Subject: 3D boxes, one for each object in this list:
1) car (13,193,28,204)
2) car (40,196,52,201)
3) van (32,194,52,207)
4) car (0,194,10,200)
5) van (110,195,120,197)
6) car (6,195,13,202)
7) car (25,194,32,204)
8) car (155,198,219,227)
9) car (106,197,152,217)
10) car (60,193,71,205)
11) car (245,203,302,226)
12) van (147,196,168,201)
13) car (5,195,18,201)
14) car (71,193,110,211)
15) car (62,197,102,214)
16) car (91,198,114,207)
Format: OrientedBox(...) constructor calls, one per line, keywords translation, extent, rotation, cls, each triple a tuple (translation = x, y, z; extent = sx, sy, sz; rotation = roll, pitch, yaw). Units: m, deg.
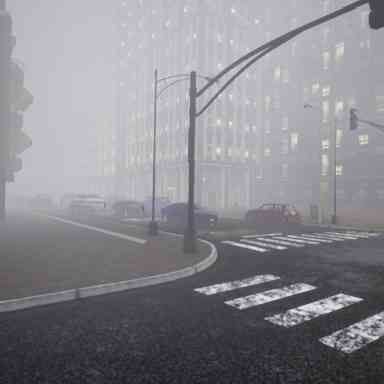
OrientedBox(translation=(-30.577, 1.155, 60.490), extent=(2.192, 1.841, 5.009), rotation=(1, -1, -35), cls="car")
OrientedBox(translation=(-36.840, 1.570, 83.758), extent=(1.802, 1.307, 4.206), rotation=(1, -1, -35), cls="car")
OrientedBox(translation=(-20.762, 1.197, 46.676), extent=(1.690, 1.788, 3.998), rotation=(1, -1, -35), cls="van")
OrientedBox(translation=(-46.844, 1.365, 83.374), extent=(1.752, 1.417, 4.829), rotation=(1, -1, -35), cls="car")
OrientedBox(translation=(-10.659, 1.368, 46.926), extent=(1.690, 1.788, 3.998), rotation=(1, -1, -35), cls="van")
OrientedBox(translation=(-37.125, 1.396, 69.697), extent=(1.947, 1.339, 4.313), rotation=(1, -1, -35), cls="car")
OrientedBox(translation=(-24.038, 1.432, 51.278), extent=(1.802, 1.307, 4.206), rotation=(1, -1, -35), cls="car")
OrientedBox(translation=(-0.243, 1.425, 22.265), extent=(1.882, 1.535, 5.008), rotation=(1, -1, -36), cls="car")
OrientedBox(translation=(-5.713, 1.439, 29.965), extent=(1.837, 1.490, 4.892), rotation=(1, -1, -35), cls="car")
OrientedBox(translation=(-20.579, 1.181, 56.246), extent=(2.150, 2.045, 5.566), rotation=(1, -1, -35), cls="car")
OrientedBox(translation=(5.699, 1.505, 23.902), extent=(1.967, 1.590, 4.097), rotation=(1, -1, -35), cls="car")
OrientedBox(translation=(-4.116, 1.382, 37.716), extent=(1.690, 1.788, 3.998), rotation=(1, -1, -35), cls="van")
OrientedBox(translation=(-40.396, 1.377, 74.301), extent=(2.008, 1.369, 4.403), rotation=(1, -1, -35), cls="car")
OrientedBox(translation=(-11.861, 1.141, 38.648), extent=(2.150, 2.045, 5.566), rotation=(1, -1, -35), cls="car")
OrientedBox(translation=(-10.950, 1.427, 32.861), extent=(2.008, 1.369, 4.403), rotation=(1, -1, -35), cls="car")
OrientedBox(translation=(-13.936, 1.586, 51.527), extent=(1.947, 1.339, 4.313), rotation=(1, -1, -35), cls="car")
